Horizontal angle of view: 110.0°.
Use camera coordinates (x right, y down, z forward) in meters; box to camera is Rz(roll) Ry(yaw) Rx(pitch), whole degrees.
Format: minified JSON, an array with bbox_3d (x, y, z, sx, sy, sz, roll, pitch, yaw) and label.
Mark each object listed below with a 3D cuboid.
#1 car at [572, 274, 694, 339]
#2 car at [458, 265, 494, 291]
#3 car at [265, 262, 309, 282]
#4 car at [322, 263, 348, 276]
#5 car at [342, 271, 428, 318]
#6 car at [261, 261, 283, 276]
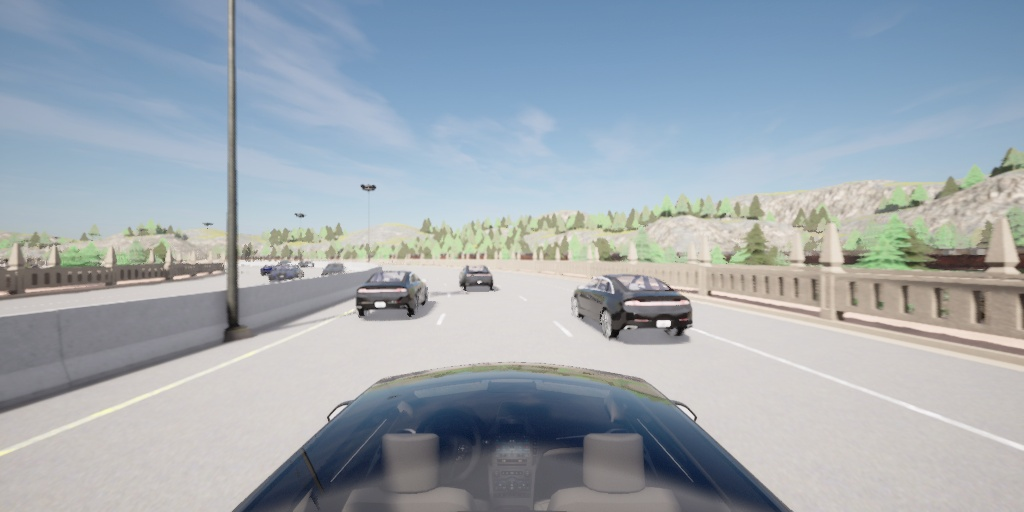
[{"bbox_3d":[3.047,1.245,10.090,2.128,1.511,4.902,0,0,-5],"label":"car"},{"bbox_3d":[-2.328,1.299,22.659,2.128,1.511,4.902,0,0,-12],"label":"car"},{"bbox_3d":[-19.392,1.476,31.050,1.994,1.385,4.181,0,0,-20],"label":"car"},{"bbox_3d":[-16.707,1.410,33.952,1.837,1.490,4.892,0,0,-21],"label":"car"},{"bbox_3d":[-4.304,1.289,13.393,2.128,1.511,4.902,0,0,-6],"label":"car"},{"bbox_3d":[-27.805,1.578,41.673,1.895,1.301,4.718,0,0,-28],"label":"car"}]
